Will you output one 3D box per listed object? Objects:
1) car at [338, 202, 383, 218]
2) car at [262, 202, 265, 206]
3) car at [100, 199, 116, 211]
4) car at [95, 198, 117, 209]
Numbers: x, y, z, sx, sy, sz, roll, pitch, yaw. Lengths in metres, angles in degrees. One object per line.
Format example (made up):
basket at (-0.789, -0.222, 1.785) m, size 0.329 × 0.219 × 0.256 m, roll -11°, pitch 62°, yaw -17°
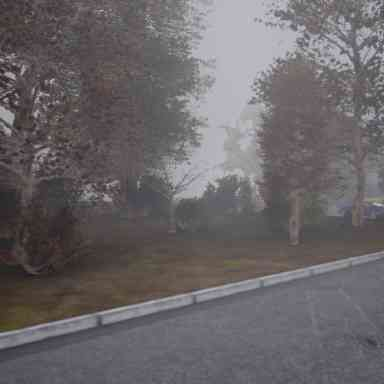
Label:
car at (16.572, 1.724, 31.972) m, size 1.882 × 1.535 × 5.008 m, roll 4°, pitch -3°, yaw -31°
car at (12.874, 2.024, 64.106) m, size 2.002 × 1.452 × 4.674 m, roll 0°, pitch 0°, yaw -36°
car at (-12.173, 2.142, 46.193) m, size 2.231 × 1.521 × 4.892 m, roll 0°, pitch 0°, yaw -36°
car at (-15.542, 1.988, 59.908) m, size 2.185 × 1.767 × 4.553 m, roll 0°, pitch 0°, yaw -36°
